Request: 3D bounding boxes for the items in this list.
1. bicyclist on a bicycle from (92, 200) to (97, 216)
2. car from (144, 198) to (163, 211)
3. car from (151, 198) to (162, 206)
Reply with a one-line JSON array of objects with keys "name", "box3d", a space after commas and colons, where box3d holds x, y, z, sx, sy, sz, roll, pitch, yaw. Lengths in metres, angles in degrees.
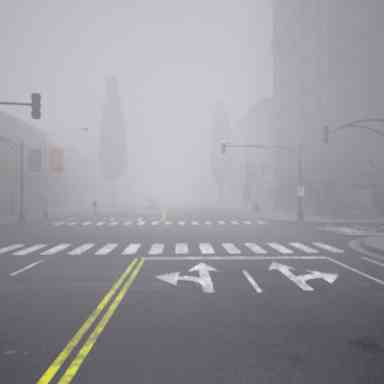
[{"name": "bicyclist on a bicycle", "box3d": [-10.051, 1.626, 34.367, 0.582, 1.620, 1.656, 0, 0, -4]}, {"name": "car", "box3d": [-5.379, 1.586, 45.141, 2.097, 1.767, 4.553, 0, 0, -4]}, {"name": "car", "box3d": [-6.503, 1.831, 61.385, 1.837, 1.490, 4.892, 0, 0, -4]}]
